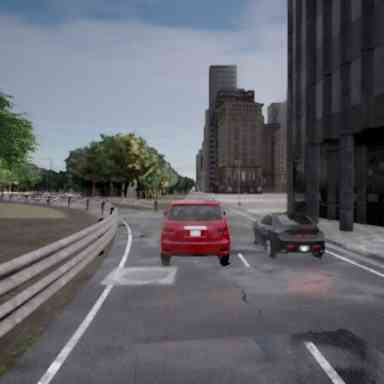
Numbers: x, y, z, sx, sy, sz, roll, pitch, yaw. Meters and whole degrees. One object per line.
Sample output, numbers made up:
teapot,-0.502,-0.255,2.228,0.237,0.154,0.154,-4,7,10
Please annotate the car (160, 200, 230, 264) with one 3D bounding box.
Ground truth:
car,0.098,1.282,12.146,2.150,2.045,5.566,0,0,0

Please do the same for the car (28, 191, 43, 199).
car,-34.042,0.833,72.416,2.150,2.045,5.566,0,1,-39

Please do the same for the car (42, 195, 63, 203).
car,-26.908,1.362,65.028,4.892,1.490,1.837,1,1,44

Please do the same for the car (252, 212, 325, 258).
car,3.600,1.567,13.086,1.837,1.490,4.892,0,0,0
